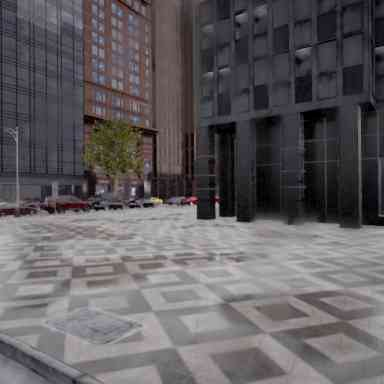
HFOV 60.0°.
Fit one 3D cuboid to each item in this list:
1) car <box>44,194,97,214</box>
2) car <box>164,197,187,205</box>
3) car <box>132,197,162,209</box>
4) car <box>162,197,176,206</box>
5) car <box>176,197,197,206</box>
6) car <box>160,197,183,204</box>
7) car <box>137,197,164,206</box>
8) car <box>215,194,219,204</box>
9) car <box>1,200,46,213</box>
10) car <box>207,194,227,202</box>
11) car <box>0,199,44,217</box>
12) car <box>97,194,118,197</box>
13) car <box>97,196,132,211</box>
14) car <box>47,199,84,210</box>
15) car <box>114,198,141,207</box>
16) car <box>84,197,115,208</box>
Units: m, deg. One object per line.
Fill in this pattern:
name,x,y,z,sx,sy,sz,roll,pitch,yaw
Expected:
car,-12.850,1.290,34.504,2.192,1.841,5.009,-1,0,35
car,-2.910,1.544,58.861,1.994,1.385,4.181,-1,0,35
car,-6.435,1.509,43.778,1.947,1.339,4.313,-1,0,35
car,-2.030,1.496,54.748,2.033,1.411,5.357,-1,0,35
car,-0.022,1.462,53.055,1.887,1.381,4.507,-1,0,35
car,-3.822,1.574,62.547,1.947,1.339,4.313,-1,0,35
car,-7.126,1.545,57.767,1.752,1.417,4.829,-1,0,35
car,3.184,1.222,57.694,2.192,1.841,5.009,-1,0,35
car,-19.858,1.643,39.354,1.947,1.339,4.313,-1,0,35
car,5.798,1.296,76.464,2.192,1.841,5.009,-1,0,35
car,-16.055,1.577,29.864,1.802,1.307,4.206,-1,0,35
car,-12.321,1.242,45.409,2.150,2.045,5.566,-1,-1,35
car,-9.642,1.525,39.141,1.947,1.339,4.313,-1,0,35
car,-16.651,1.642,43.992,1.802,1.307,4.206,-1,0,35
car,-10.236,1.613,53.269,1.802,1.307,4.206,-1,0,35
car,-13.446,1.484,48.631,1.967,1.590,4.097,-1,0,35
